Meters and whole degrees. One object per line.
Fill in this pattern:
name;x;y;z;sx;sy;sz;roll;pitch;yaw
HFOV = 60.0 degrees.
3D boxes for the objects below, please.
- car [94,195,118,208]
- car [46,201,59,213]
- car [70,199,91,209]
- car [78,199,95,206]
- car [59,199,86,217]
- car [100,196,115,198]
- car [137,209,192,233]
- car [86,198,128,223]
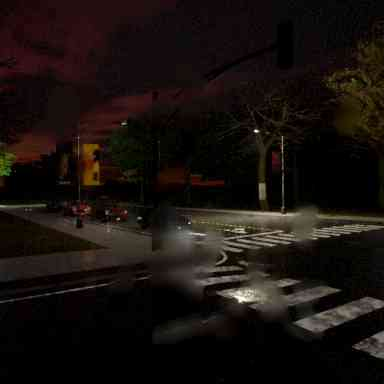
car;-15.028;1.650;57.883;2.150;2.045;5.566;-1;0;-35
car;-18.865;2.034;46.126;1.882;1.535;5.008;-1;0;-35
car;-19.674;2.077;58.688;2.033;1.411;5.357;-1;0;-35
car;-21.175;2.098;66.666;1.994;1.385;4.181;-1;0;-35
car;-13.105;1.811;37.824;2.097;1.767;4.553;-1;0;-35
car;-13.810;1.781;50.379;2.097;1.767;4.553;-1;0;-35
car;-1.993;1.819;22.056;2.033;1.411;5.357;-1;0;-29
car;-7.493;1.716;29.806;2.097;1.767;4.553;-1;0;-35
